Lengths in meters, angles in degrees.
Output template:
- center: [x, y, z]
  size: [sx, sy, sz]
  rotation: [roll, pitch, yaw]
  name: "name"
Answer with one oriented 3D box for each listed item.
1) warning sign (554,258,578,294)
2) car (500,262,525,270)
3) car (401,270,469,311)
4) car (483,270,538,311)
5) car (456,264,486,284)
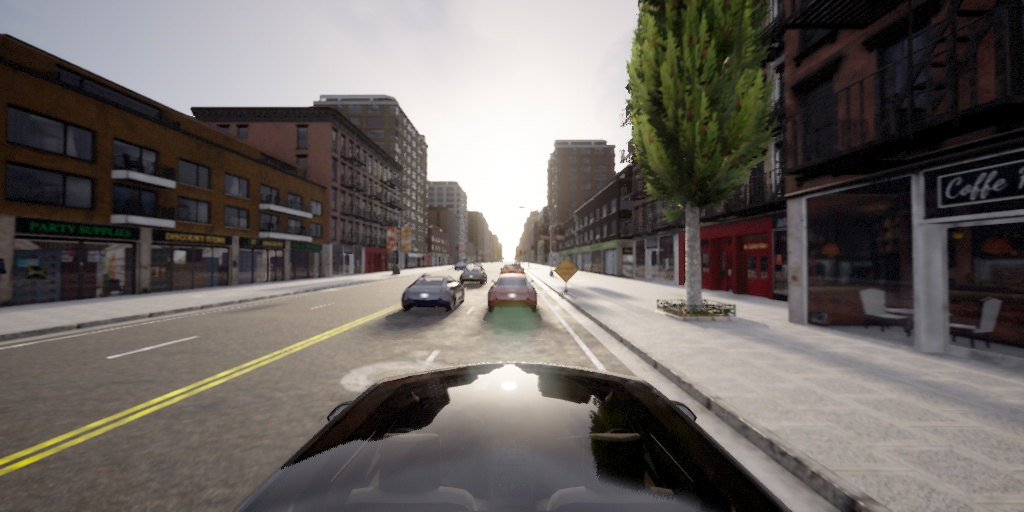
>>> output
- center: [2.862, 1.044, 18.970]
  size: [1.300, 1.860, 1.060]
  rotation: [0, 0, 0]
  name: "warning sign"
- center: [0.045, 1.396, 30.210]
  size: [2.097, 1.767, 4.553]
  rotation: [0, -1, 1]
  name: "car"
- center: [-3.220, 1.456, 15.327]
  size: [1.994, 1.385, 4.181]
  rotation: [0, -1, 1]
  name: "car"
- center: [0.033, 1.455, 15.276]
  size: [1.994, 1.385, 4.181]
  rotation: [0, 0, 1]
  name: "car"
- center: [-3.206, 1.610, 30.286]
  size: [1.994, 1.385, 4.181]
  rotation: [0, -1, 1]
  name: "car"
